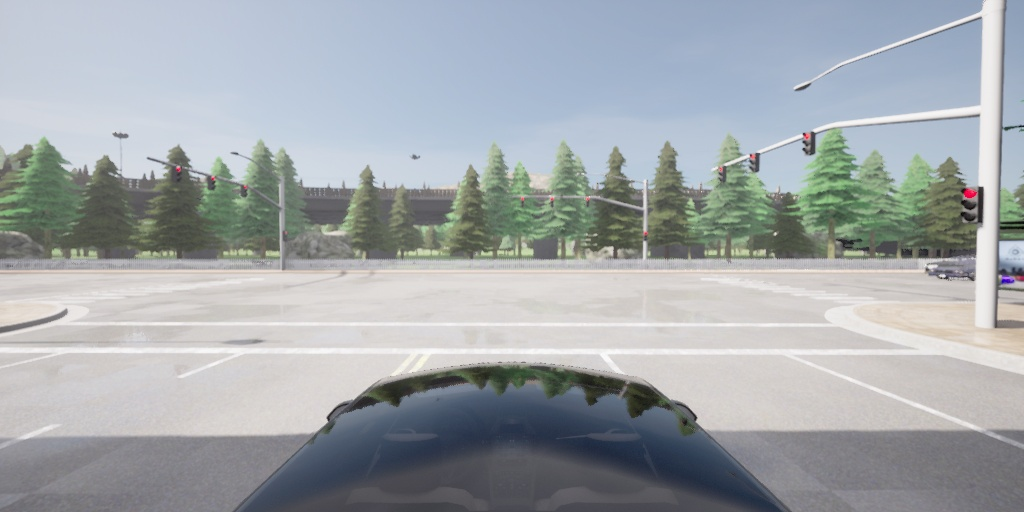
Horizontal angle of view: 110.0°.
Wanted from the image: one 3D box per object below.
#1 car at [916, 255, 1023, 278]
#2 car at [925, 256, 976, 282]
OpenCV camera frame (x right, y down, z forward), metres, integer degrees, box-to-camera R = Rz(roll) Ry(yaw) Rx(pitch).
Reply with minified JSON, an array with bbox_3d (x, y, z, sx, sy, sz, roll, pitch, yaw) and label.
[{"bbox_3d":[32.297,0.707,25.333,4.902,1.511,2.128,0,1,2],"label":"car"},{"bbox_3d":[29.088,0.831,21.985,5.357,1.411,2.033,0,1,0],"label":"car"}]
